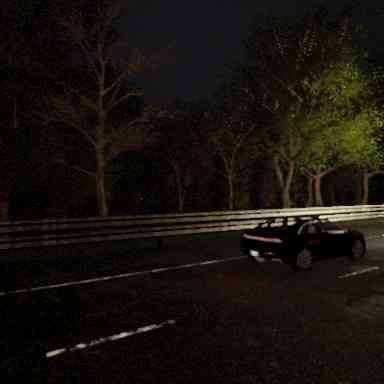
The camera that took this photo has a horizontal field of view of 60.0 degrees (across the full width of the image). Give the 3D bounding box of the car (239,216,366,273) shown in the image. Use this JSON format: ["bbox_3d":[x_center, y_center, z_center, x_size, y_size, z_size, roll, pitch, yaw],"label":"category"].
[{"bbox_3d":[3.738,1.523,10.804,4.902,1.511,2.128,0,0,-36],"label":"car"}]
